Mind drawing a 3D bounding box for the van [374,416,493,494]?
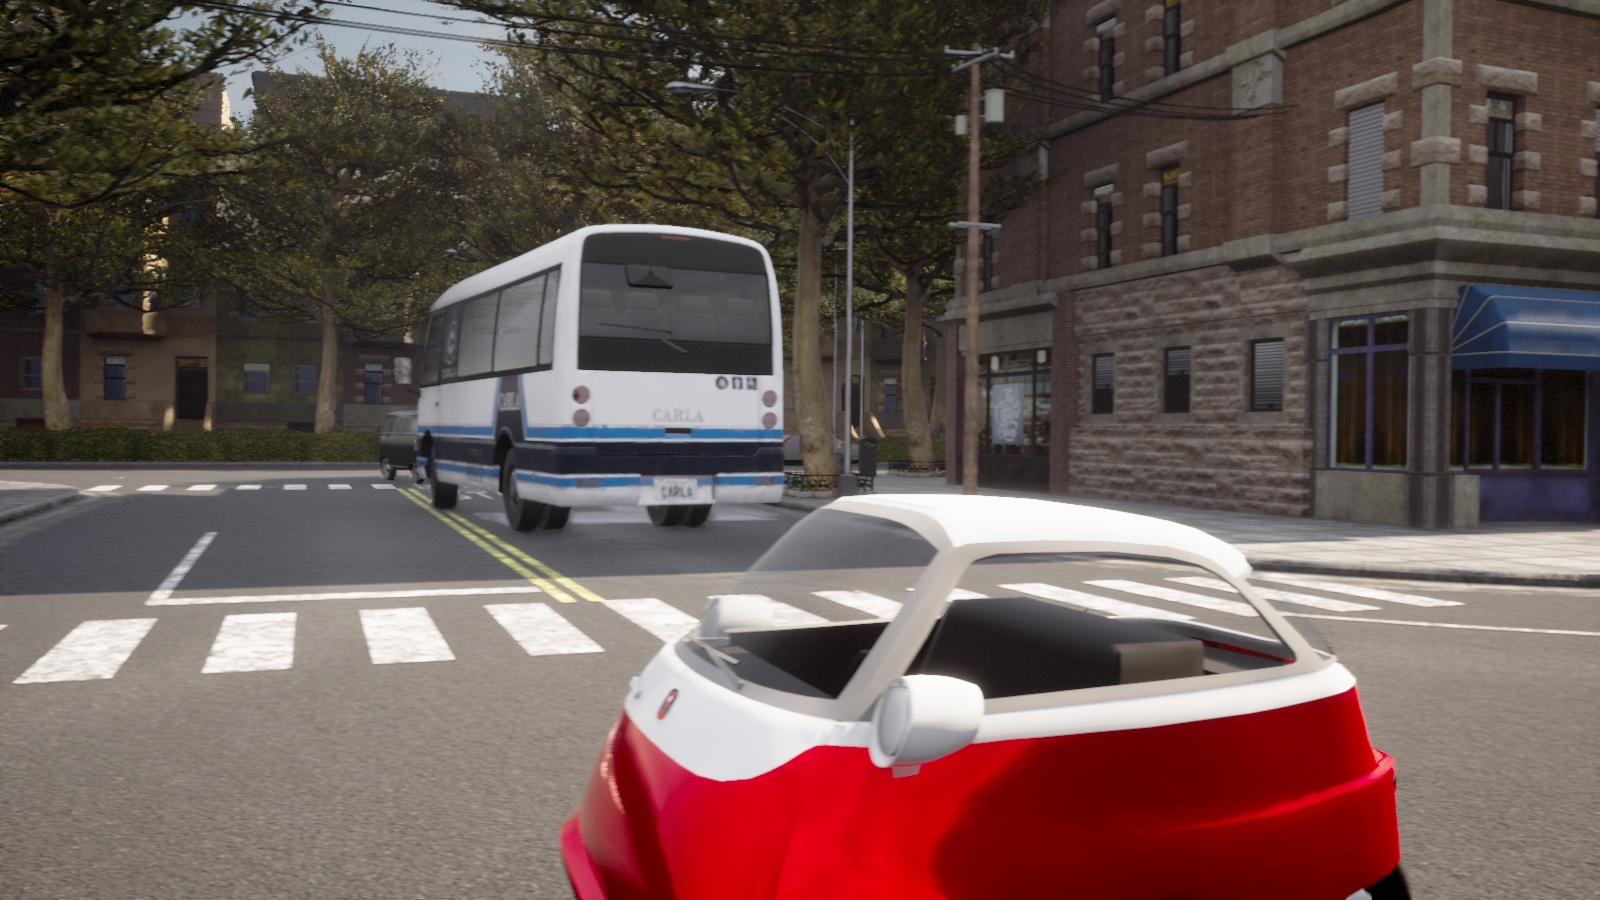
[{"bbox_3d":[-10.132,0.098,34.515,1.775,1.987,4.442,-1,1,-35],"label":"van"}]

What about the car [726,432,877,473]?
[{"bbox_3d":[0.058,0.069,47.674,5.357,1.411,2.033,-1,1,-21],"label":"car"}]

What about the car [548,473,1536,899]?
[{"bbox_3d":[0.549,0.790,3.448,2.207,1.376,1.481,-1,1,-21],"label":"car"}]

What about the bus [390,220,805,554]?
[{"bbox_3d":[-4.056,-0.884,21.472,3.944,4.253,10.273,-1,1,-27],"label":"bus"}]
